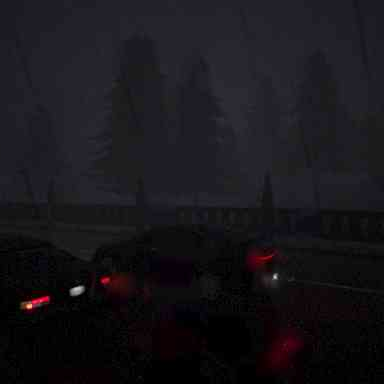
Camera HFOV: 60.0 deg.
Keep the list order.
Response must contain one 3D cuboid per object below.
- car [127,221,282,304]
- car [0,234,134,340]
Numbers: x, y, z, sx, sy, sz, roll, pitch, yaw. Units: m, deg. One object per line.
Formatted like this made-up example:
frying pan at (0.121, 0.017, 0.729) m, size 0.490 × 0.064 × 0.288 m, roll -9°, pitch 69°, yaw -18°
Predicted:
car at (-0.324, 1.483, 8.119) m, size 4.892 × 1.490 × 1.837 m, roll 0°, pitch 0°, yaw 33°
car at (-3.868, 1.534, 6.306) m, size 5.357 × 1.411 × 2.033 m, roll 0°, pitch 0°, yaw 31°
